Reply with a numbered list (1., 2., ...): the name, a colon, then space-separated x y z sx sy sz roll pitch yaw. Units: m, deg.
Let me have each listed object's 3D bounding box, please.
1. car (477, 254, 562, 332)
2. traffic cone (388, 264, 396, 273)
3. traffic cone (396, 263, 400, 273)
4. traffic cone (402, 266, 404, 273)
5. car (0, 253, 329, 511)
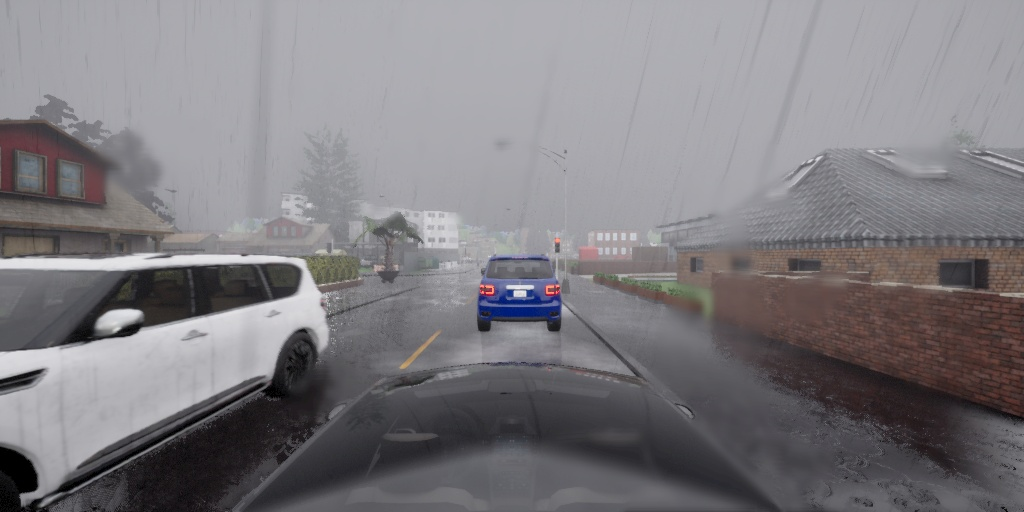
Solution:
1. car: 0.191 0.971 11.049 2.150 2.045 5.566 0 0 0
2. traffic cone: -15.393 1.561 45.937 0.344 0.586 0.344 0 0 0
3. traffic cone: -15.027 1.558 46.504 0.344 0.586 0.344 0 0 0
4. traffic cone: -14.020 1.582 47.536 0.344 0.586 0.344 0 0 0
5. car: -4.069 0.974 3.552 2.150 2.045 5.566 0 0 1
